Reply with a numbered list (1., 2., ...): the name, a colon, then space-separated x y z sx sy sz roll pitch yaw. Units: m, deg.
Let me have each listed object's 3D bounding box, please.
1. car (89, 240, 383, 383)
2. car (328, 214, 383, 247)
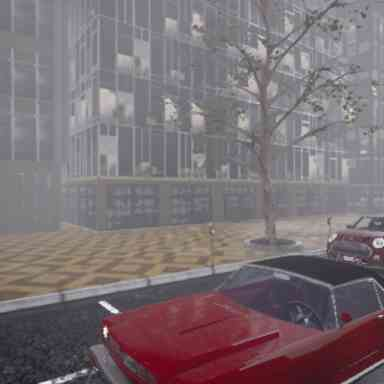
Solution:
1. car: 1.231 1.609 4.257 4.718 1.301 1.895 0 0 -36
2. car: 6.283 1.467 11.049 4.097 1.590 1.967 0 0 -36
